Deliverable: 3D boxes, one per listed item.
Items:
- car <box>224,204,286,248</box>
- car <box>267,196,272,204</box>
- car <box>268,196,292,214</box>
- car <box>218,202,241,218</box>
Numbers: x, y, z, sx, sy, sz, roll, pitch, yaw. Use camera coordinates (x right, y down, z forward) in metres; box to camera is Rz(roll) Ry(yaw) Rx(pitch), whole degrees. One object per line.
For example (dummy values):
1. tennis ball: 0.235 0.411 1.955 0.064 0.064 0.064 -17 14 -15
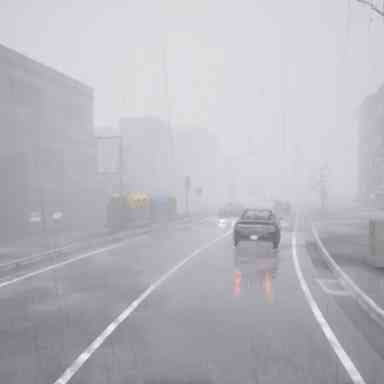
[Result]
1. car: 3.026 1.526 15.029 2.128 1.511 4.902 1 0 16
2. car: 16.582 1.599 68.587 1.882 1.535 5.008 1 0 18
3. car: 10.163 1.599 37.413 2.128 1.511 4.902 1 0 18
4. car: 3.618 1.585 29.315 1.994 1.385 4.181 1 0 18
